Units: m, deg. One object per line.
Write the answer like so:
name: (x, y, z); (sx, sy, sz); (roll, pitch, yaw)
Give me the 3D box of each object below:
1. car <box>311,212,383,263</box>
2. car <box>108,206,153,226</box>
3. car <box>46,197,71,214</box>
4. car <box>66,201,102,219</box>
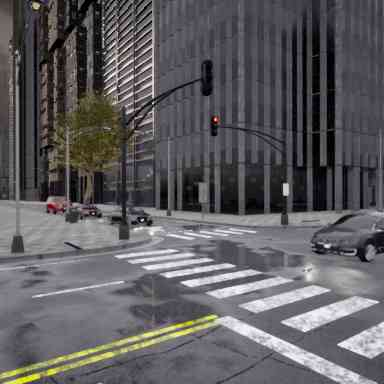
car: (6.361, 1.523, 12.227); (4.892, 1.490, 1.837); (0, -1, -36)
car: (-4.489, 1.728, 23.960); (1.994, 1.385, 4.181); (0, 0, -35)
car: (-16.113, 1.573, 40.326); (2.150, 2.045, 5.566); (0, 0, -35)
car: (-10.211, 1.816, 31.995); (1.994, 1.385, 4.181); (0, 0, -36)
